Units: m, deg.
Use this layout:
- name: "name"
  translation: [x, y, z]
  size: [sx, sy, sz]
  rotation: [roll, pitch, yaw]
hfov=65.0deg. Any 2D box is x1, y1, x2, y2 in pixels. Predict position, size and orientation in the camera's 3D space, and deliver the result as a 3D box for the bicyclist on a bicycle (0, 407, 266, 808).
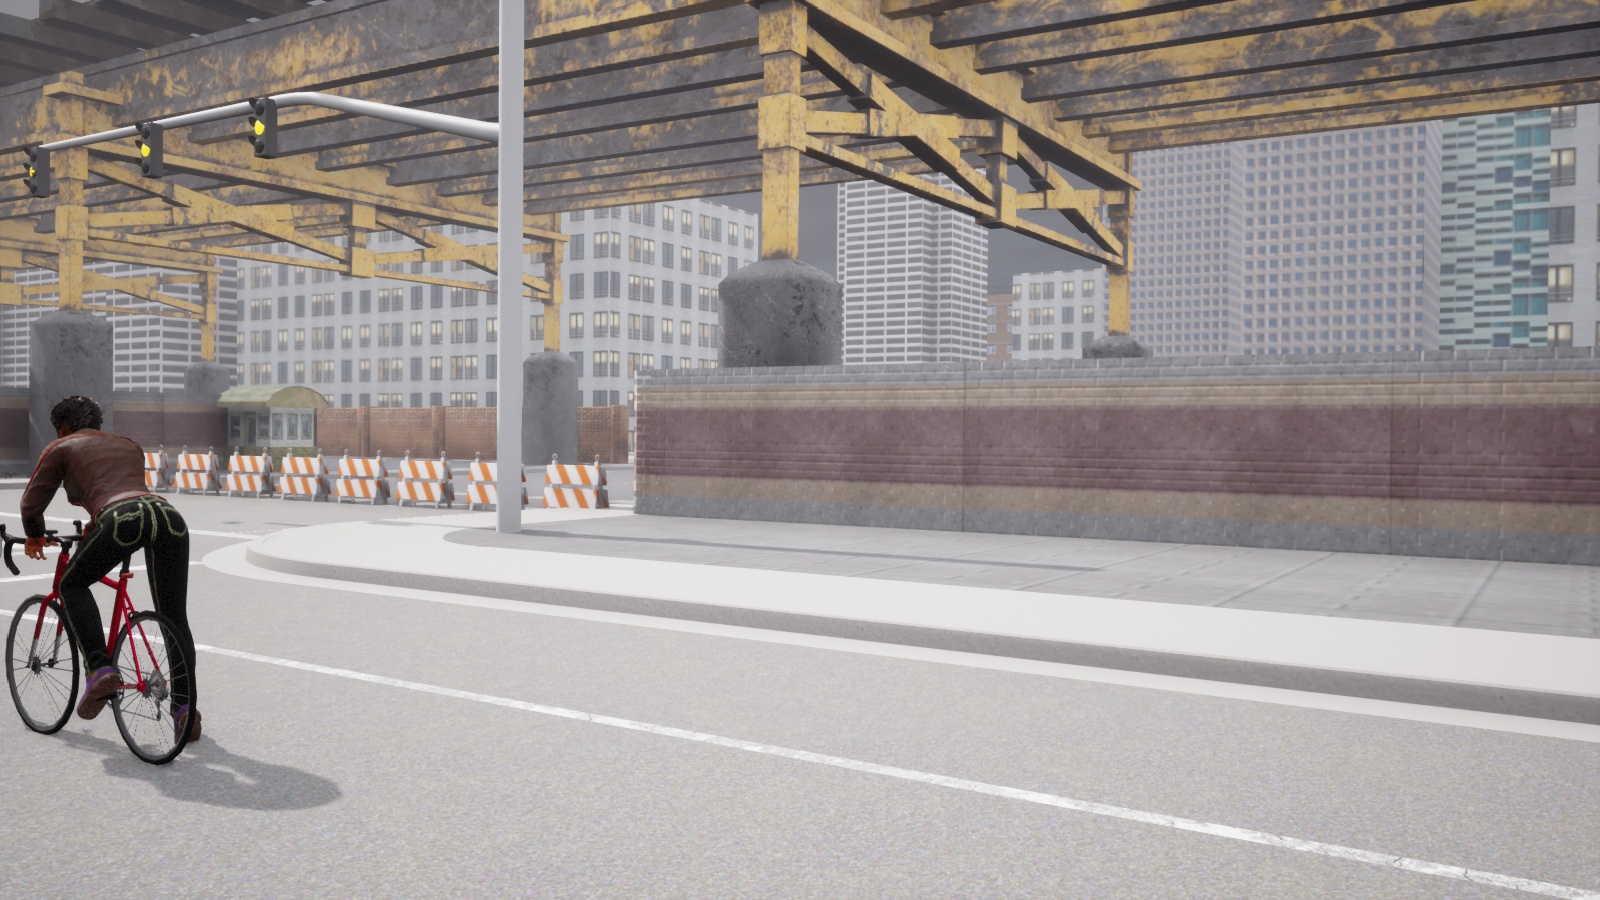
- name: "bicyclist on a bicycle"
  translation: [-3.227, 0.635, 5.764]
  size: [1.656, 1.620, 0.582]
  rotation: [0, 1, 34]
